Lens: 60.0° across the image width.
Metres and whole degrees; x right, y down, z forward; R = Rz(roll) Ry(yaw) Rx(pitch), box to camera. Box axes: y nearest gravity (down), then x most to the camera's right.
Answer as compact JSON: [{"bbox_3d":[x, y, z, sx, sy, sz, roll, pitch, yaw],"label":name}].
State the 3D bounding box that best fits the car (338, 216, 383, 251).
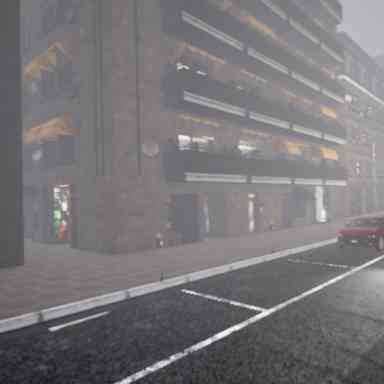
[{"bbox_3d":[8.335,1.837,15.567,1.887,1.381,4.507,-3,-3,44],"label":"car"}]
